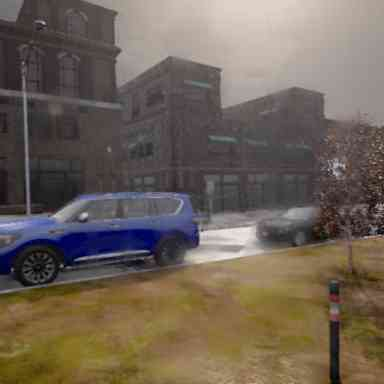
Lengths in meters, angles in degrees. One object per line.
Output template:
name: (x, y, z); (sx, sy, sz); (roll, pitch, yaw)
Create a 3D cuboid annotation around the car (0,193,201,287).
car: (-2.371, 1.039, 8.914); (5.566, 2.045, 2.435); (0, 0, -33)

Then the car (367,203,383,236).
car: (9.415, 1.368, 17.350); (4.892, 1.521, 2.231); (0, 0, -33)

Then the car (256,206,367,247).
car: (4.909, 1.336, 14.124); (5.008, 1.535, 2.097); (0, 0, -33)
